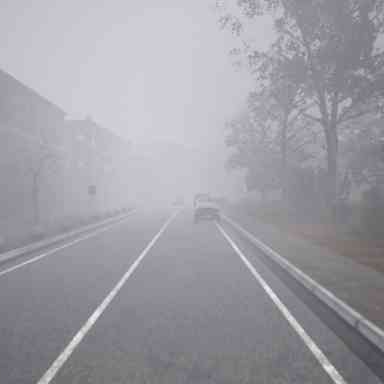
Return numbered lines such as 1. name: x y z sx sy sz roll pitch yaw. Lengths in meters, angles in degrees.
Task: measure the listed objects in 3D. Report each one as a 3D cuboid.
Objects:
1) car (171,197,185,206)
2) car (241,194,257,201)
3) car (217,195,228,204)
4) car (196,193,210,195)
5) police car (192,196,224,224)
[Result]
1. car: -2.138 1.489 53.140 2.033 1.411 5.357 0 0 5
2. car: 12.256 1.124 71.365 1.812 1.442 4.674 -1 1 40
3. car: 4.805 1.353 58.926 1.882 1.535 5.008 0 0 25
4. car: 1.387 1.178 40.723 2.150 2.045 5.566 0 0 5
5. police car: 1.050 1.401 25.039 1.930 1.638 5.238 0 0 0
